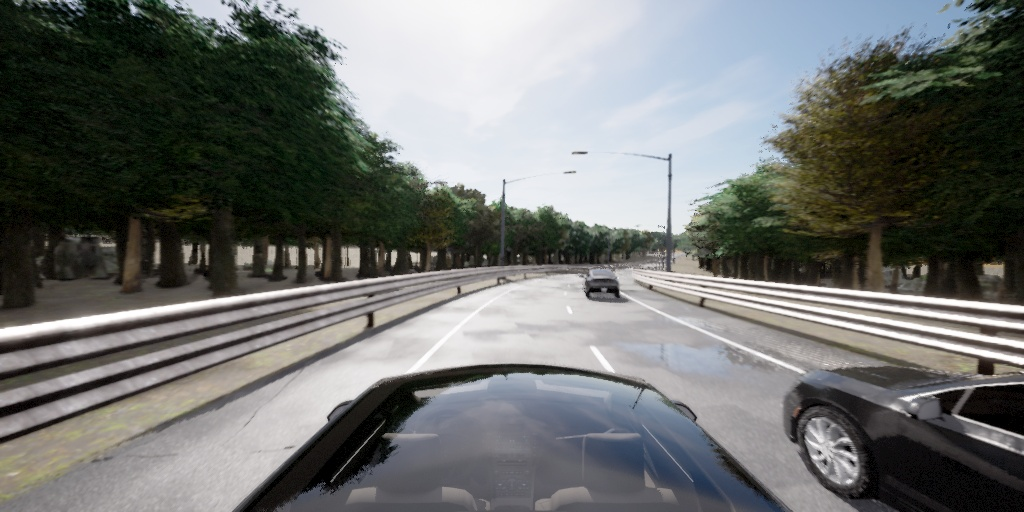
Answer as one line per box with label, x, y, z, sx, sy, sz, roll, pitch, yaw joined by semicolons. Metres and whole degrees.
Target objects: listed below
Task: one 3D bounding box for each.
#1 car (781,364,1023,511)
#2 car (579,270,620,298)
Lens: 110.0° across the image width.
car;3.683;1.303;1.654;1.837;1.490;4.892;1;0;-1
car;5.093;1.540;20.905;1.837;1.490;4.892;1;-1;8
